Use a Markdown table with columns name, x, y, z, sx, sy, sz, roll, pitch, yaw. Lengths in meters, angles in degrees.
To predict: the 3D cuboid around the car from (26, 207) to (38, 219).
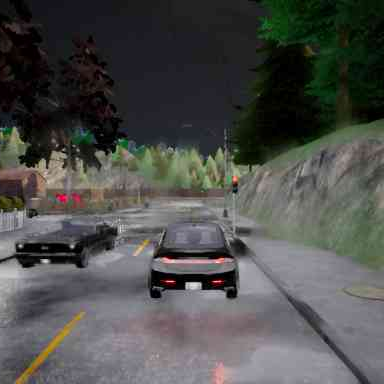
| name | x | y | z | sx | sy | sz | roll | pitch | yaw |
| --- | --- | --- | --- | --- | --- | --- | --- | --- | --- |
| car | -14.914 | 1.564 | 27.201 | 4.181 | 1.385 | 1.994 | 0 | 0 | 0 |

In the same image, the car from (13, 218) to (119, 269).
| name | x | y | z | sx | sy | sz | roll | pitch | yaw |
| --- | --- | --- | --- | --- | --- | --- | --- | --- | --- |
| car | -3.983 | 1.601 | 11.366 | 1.895 | 1.301 | 4.718 | 0 | 0 | 2 |

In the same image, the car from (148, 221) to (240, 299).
| name | x | y | z | sx | sy | sz | roll | pitch | yaw |
| --- | --- | --- | --- | --- | --- | --- | --- | --- | --- |
| car | 0.052 | 1.492 | 8.464 | 2.128 | 1.511 | 4.902 | 0 | 0 | 1 |
